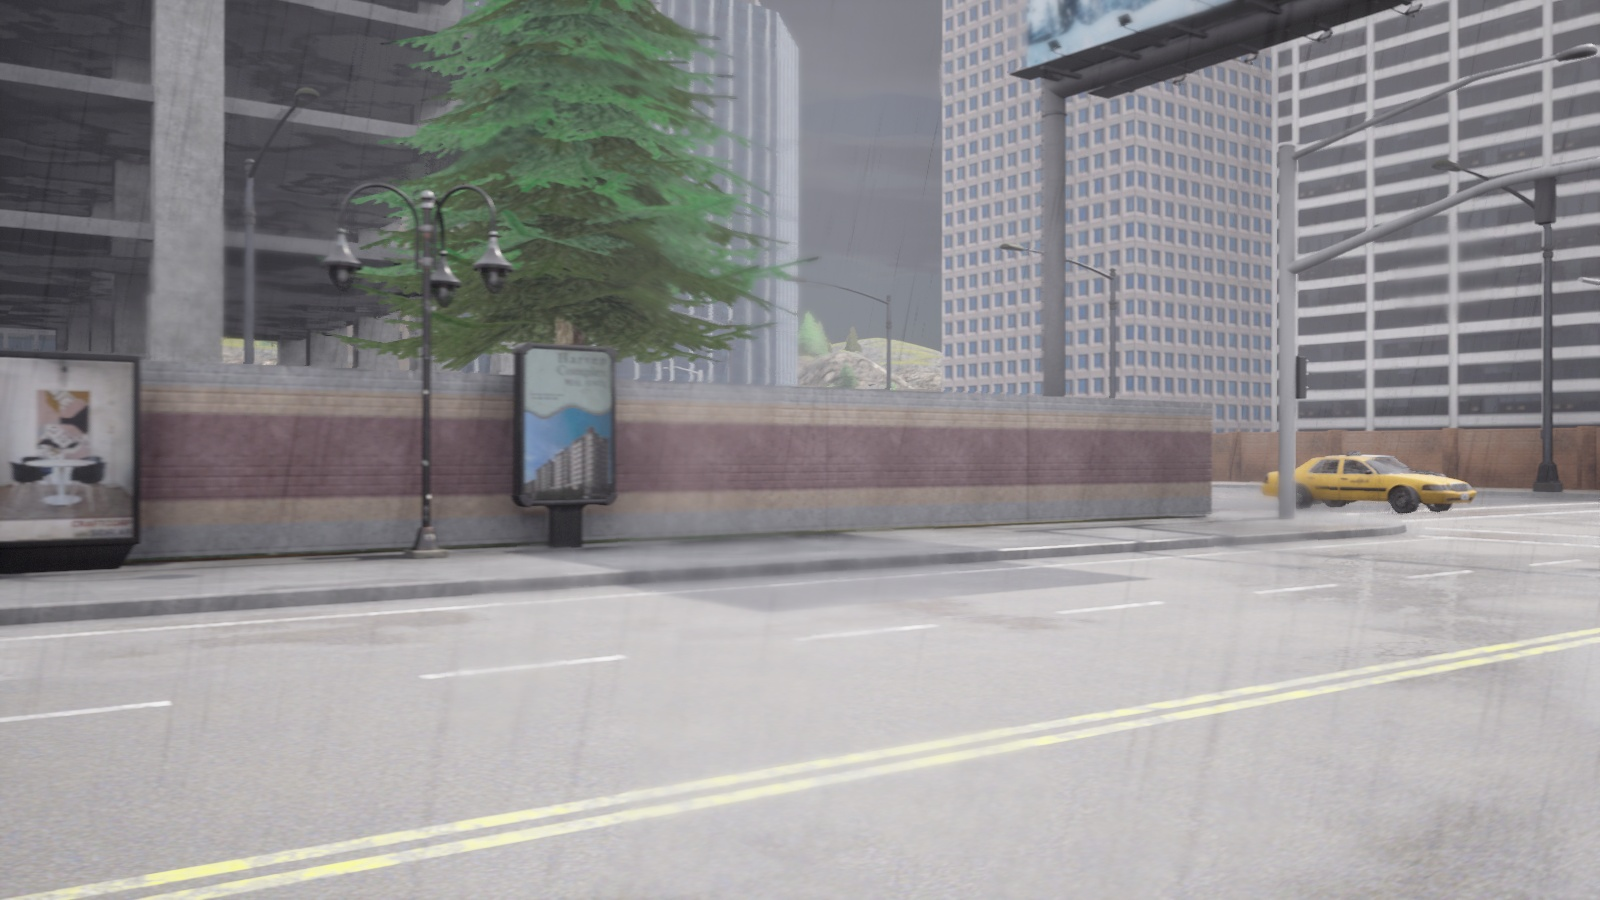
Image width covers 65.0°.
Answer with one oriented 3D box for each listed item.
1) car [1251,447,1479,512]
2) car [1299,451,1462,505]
[{"bbox_3d":[14.775,0.734,33.205,1.801,1.575,5.366,0,0,-34],"label":"car"},{"bbox_3d":[16.804,0.764,36.486,1.970,1.475,3.806,0,0,-35],"label":"car"}]
